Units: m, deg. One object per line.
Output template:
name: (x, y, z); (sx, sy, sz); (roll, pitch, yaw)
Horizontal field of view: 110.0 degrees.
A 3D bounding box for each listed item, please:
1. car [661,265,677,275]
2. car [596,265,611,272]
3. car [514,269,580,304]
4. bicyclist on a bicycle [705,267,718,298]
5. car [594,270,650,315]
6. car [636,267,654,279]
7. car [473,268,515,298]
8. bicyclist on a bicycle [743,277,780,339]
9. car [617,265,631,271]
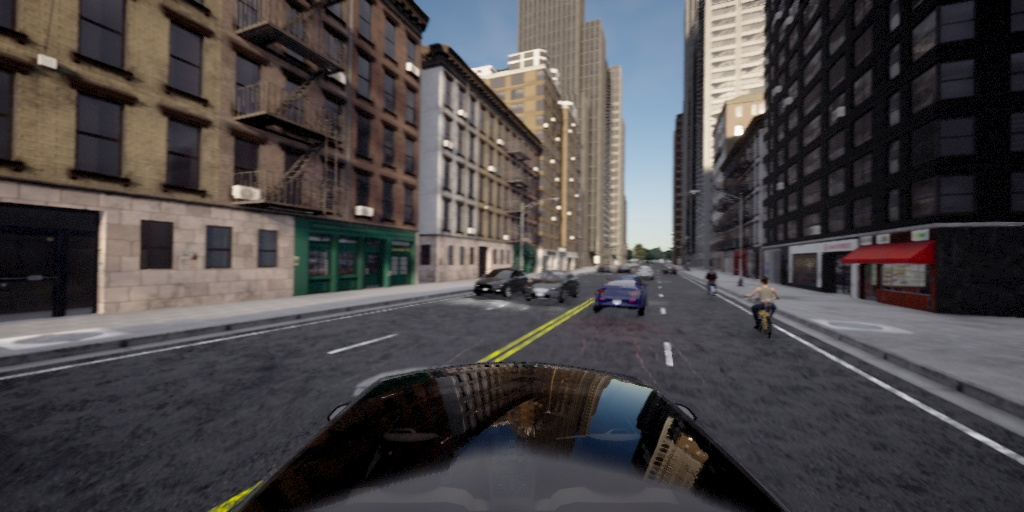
car: (24.938, 2.252, 56.620); (1.812, 1.442, 4.674); (1, -1, 22)
car: (14.987, 2.162, 58.433); (1.994, 1.385, 4.181); (1, -1, 23)
car: (2.134, 1.457, 17.978); (2.128, 1.511, 4.902); (1, -1, 22)
bicyclist on a bicycle: (10.831, 1.484, 19.506); (0.659, 1.776, 1.843); (1, 0, 22)
car: (4.577, 1.492, 14.812); (1.812, 1.442, 4.674); (1, -1, 22)
car: (15.797, 1.967, 42.652); (1.812, 1.442, 4.674); (1, -1, 22)
car: (-0.445, 1.457, 20.273); (1.837, 1.490, 4.892); (1, -1, 22)
bicyclist on a bicycle: (6.937, 1.383, 9.903); (0.866, 1.612, 1.509); (1, -1, 22)
car: (17.513, 2.088, 56.021); (1.882, 1.535, 5.008); (1, -1, 22)
